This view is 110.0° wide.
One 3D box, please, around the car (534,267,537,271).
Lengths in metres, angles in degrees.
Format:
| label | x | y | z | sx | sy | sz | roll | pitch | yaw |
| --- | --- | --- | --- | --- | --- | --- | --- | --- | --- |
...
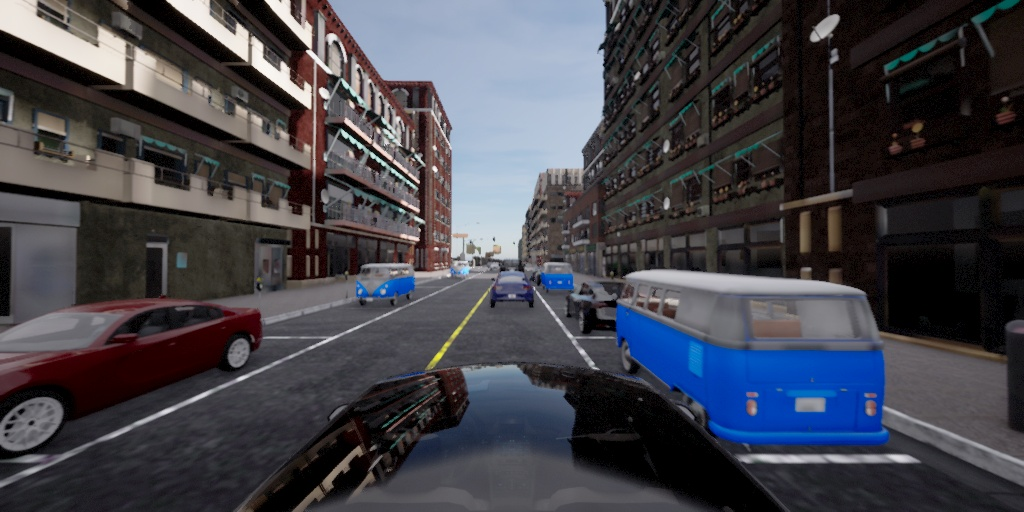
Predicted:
| label | x | y | z | sx | sy | sz | roll | pitch | yaw |
| --- | --- | --- | --- | --- | --- | --- | --- | --- | --- |
| car | 2.695 | 1.570 | 27.727 | 1.948 | 1.339 | 4.313 | 0 | 0 | 0 |

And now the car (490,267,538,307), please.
| label | x | y | z | sx | sy | sz | roll | pitch | yaw |
| --- | --- | --- | --- | --- | --- | --- | --- | --- | --- |
| car | 0.008 | 1.415 | 16.229 | 1.812 | 1.442 | 4.674 | 0 | 0 | 0 |

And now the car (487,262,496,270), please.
| label | x | y | z | sx | sy | sz | roll | pitch | yaw |
| --- | --- | --- | --- | --- | --- | --- | --- | --- | --- |
| car | -2.997 | 1.928 | 65.215 | 1.812 | 1.442 | 4.674 | 0 | -1 | 0 |

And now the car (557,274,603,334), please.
| label | x | y | z | sx | sy | sz | roll | pitch | yaw |
| --- | --- | --- | --- | --- | --- | --- | --- | --- | --- |
| car | 2.693 | 1.402 | 10.741 | 1.948 | 1.339 | 4.313 | 0 | 0 | 0 |

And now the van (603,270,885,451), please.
| label | x | y | z | sx | sy | sz | roll | pitch | yaw |
| --- | --- | --- | --- | --- | --- | --- | --- | --- | --- |
| van | 2.692 | 1.123 | 5.081 | 1.690 | 1.789 | 3.998 | 0 | 0 | 0 |

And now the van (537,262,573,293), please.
| label | x | y | z | sx | sy | sz | roll | pitch | yaw |
| --- | --- | --- | --- | --- | --- | --- | --- | --- | --- |
| van | 2.694 | 1.288 | 22.066 | 1.690 | 1.789 | 3.998 | 0 | 0 | 0 |

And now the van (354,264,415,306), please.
| label | x | y | z | sx | sy | sz | roll | pitch | yaw |
| --- | --- | --- | --- | --- | --- | --- | --- | --- | --- |
| van | -5.687 | 1.232 | 16.404 | 1.690 | 1.789 | 3.998 | 0 | 0 | 0 |

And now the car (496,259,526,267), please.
| label | x | y | z | sx | sy | sz | roll | pitch | yaw |
| --- | --- | --- | --- | --- | --- | --- | --- | --- | --- |
| car | 0.005 | 1.253 | 30.872 | 2.150 | 2.045 | 5.566 | 0 | 0 | 0 |

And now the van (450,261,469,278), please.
| label | x | y | z | sx | sy | sz | roll | pitch | yaw |
| --- | --- | --- | --- | --- | --- | --- | --- | --- | --- |
| van | -5.685 | 1.460 | 39.050 | 1.690 | 1.789 | 3.998 | 0 | 0 | 0 |

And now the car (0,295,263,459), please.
| label | x | y | z | sx | sy | sz | roll | pitch | yaw |
| --- | --- | --- | --- | --- | --- | --- | --- | --- | --- |
| car | -5.688 | 1.326 | 5.081 | 1.888 | 1.381 | 4.507 | 0 | 0 | 0 |
